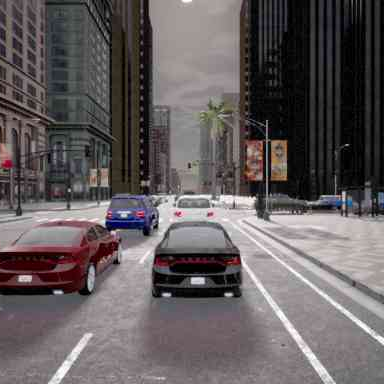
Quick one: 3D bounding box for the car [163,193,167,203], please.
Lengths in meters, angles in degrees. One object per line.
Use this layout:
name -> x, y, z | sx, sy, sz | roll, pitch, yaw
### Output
car -> -6.519, 1.229, 71.884 | 2.150, 2.045, 5.566 | 0, 0, 0

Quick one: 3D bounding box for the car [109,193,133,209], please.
car -> -9.856, 1.223, 46.520 | 2.150, 2.045, 5.566 | 0, 0, 0

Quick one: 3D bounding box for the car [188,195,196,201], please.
car -> -0.022, 1.505, 83.199 | 1.837, 1.490, 4.892 | 0, 0, 0

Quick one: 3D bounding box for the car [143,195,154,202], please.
car -> -9.770, 1.528, 75.230 | 1.812, 1.442, 4.674 | 0, 0, 0

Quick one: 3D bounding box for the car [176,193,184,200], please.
car -> -3.274, 1.193, 91.995 | 2.097, 1.767, 4.553 | 0, 0, 0

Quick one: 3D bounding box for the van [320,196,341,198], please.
van -> 17.055, 1.314, 39.756 | 3.998, 1.788, 1.690 | 0, 0, 0

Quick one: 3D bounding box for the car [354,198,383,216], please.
car -> 17.062, 1.548, 31.232 | 4.403, 1.369, 2.008 | 0, 0, 0

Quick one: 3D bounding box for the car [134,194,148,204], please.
car -> -9.813, 1.354, 64.458 | 2.097, 1.767, 4.553 | 0, 0, 0

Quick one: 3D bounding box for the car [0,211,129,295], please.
car -> -3.152, 1.477, 8.727 | 1.882, 1.535, 5.008 | 0, 0, 0

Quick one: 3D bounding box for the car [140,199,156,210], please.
car -> -5.956, 1.602, 44.736 | 1.895, 1.301, 4.718 | 0, 0, -10

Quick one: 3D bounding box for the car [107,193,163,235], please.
car -> -3.184, 1.221, 18.592 | 2.150, 2.045, 5.566 | 0, 0, 2

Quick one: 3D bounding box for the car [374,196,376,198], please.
car -> 23.993, 1.197, 37.094 | 5.566, 2.045, 2.150 | 0, 0, 0

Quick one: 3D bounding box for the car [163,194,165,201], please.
car -> -6.595, 1.494, 58.874 | 2.128, 1.511, 4.902 | 0, 0, 0

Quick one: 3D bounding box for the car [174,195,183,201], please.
car -> -3.272, 1.496, 81.605 | 1.837, 1.490, 4.892 | 0, 0, 0

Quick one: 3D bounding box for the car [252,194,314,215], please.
car -> 8.988, 1.217, 33.884 | 5.566, 2.045, 2.150 | 0, 0, 1

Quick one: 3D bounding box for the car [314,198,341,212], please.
car -> 14.235, 1.583, 37.093 | 4.718, 1.301, 1.895 | 0, 0, 0

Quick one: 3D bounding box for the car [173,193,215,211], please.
car -> 0.097, 1.221, 18.533 | 2.150, 2.045, 5.566 | 0, 0, 0

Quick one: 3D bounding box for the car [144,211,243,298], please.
car -> 0.097, 1.477, 8.573 | 1.882, 1.535, 5.008 | 0, 0, 0
